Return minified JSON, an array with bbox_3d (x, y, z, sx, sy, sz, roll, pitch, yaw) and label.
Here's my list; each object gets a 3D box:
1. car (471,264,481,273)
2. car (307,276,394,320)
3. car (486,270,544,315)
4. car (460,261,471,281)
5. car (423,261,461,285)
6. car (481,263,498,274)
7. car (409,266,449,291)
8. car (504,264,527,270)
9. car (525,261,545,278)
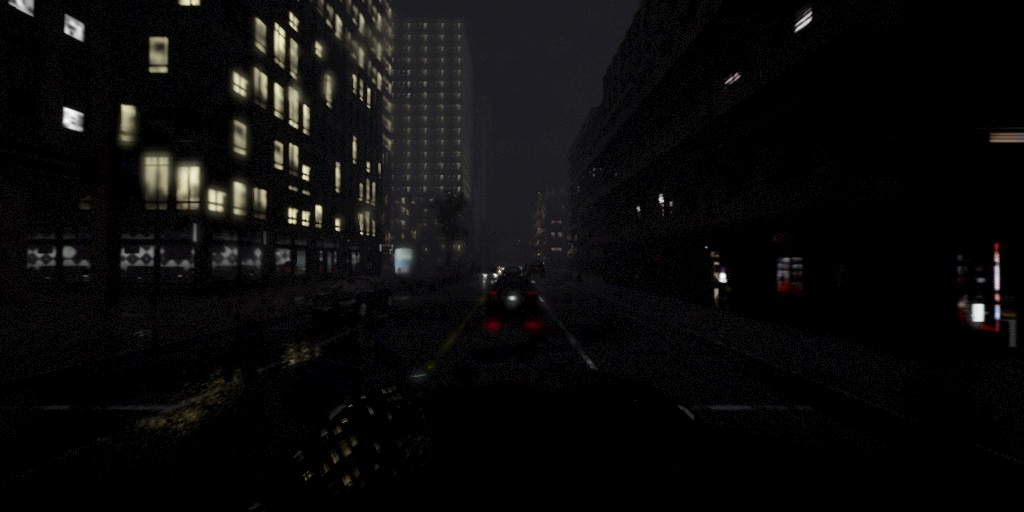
[{"bbox_3d":[-5.701,1.950,57.540,1.948,1.339,4.313,0,0,0],"label":"car"},{"bbox_3d":[-5.693,1.428,13.135,2.007,1.370,4.403,0,0,0],"label":"car"},{"bbox_3d":[0.042,1.457,14.420,1.994,1.385,4.181,0,-1,0],"label":"car"},{"bbox_3d":[-5.696,1.443,35.337,2.192,1.841,5.009,0,0,0],"label":"car"},{"bbox_3d":[-5.696,1.505,29.787,1.967,1.591,4.097,0,0,0],"label":"car"},{"bbox_3d":[-3.093,1.831,52.348,1.837,1.490,4.892,0,-1,0],"label":"car"},{"bbox_3d":[-5.695,1.584,24.236,1.802,1.307,4.207,0,0,0],"label":"car"},{"bbox_3d":[0.044,1.591,29.873,1.812,1.442,4.674,0,0,1],"label":"car"},{"bbox_3d":[2.683,1.506,40.890,2.192,1.841,5.009,0,0,0],"label":"car"}]
